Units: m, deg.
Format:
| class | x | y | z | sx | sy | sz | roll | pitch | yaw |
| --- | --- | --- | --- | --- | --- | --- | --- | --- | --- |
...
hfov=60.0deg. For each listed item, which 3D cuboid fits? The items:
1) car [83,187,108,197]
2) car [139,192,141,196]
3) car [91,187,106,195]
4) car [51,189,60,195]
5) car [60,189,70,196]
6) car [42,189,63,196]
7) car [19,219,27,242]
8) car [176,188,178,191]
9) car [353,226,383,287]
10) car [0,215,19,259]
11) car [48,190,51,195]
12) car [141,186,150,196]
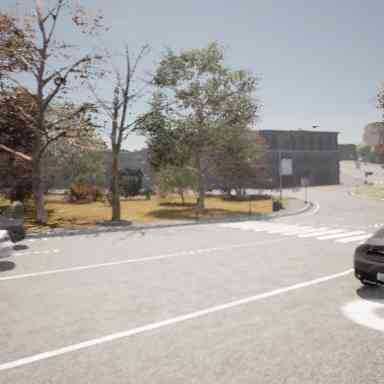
| class | x | y | z | sx | sy | sz | roll | pitch | yaw |
| --- | --- | --- | --- | --- | --- | --- | --- | --- | --- |
| car | -21.080 | -0.045 | 72.831 | 2.435 | 2.045 | 5.566 | -1 | 2 | 17 |
| car | -9.214 | -0.028 | 63.874 | 2.185 | 1.767 | 4.553 | -2 | 2 | 16 |
| car | -18.712 | 0.235 | 71.030 | 2.163 | 1.488 | 4.792 | -1 | 2 | 17 |
| car | -30.484 | 0.124 | 80.026 | 1.946 | 1.575 | 5.366 | 0 | 3 | 18 |
| car | -28.116 | 0.023 | 78.326 | 2.185 | 1.767 | 4.553 | -1 | 3 | 18 |
| car | -35.071 | 0.060 | 83.918 | 2.097 | 1.535 | 5.008 | -1 | 3 | 19 |
| car | -8.887 | 1.522 | 12.378 | 4.892 | 1.490 | 1.837 | 0 | 0 | -36 |
| car | -1.999 | -0.054 | 58.648 | 2.231 | 1.521 | 4.892 | -2 | 2 | 16 |
| car | 5.760 | 1.440 | 7.906 | 4.892 | 1.490 | 1.837 | 0 | 0 | -35 |
| car | -7.523 | 1.543 | 9.039 | 4.674 | 1.442 | 1.812 | 0 | 0 | -36 |
| car | -32.742 | 0.088 | 82.062 | 2.097 | 1.535 | 5.008 | 0 | 3 | 19 |
| car | -6.816 | -0.205 | 62.167 | 2.435 | 2.045 | 5.566 | -2 | 2 | 16 |
